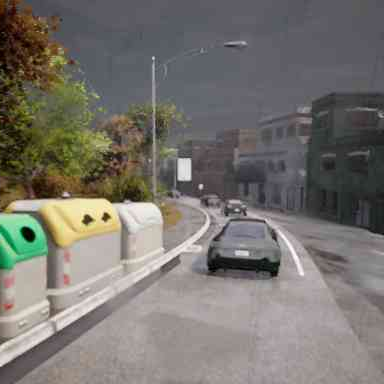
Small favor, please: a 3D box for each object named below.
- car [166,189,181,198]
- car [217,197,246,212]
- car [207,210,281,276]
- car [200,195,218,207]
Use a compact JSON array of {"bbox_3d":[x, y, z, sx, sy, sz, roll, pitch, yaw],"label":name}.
[{"bbox_3d":[-3.631,0.205,59.970,2.033,1.411,5.357,-2,4,-21],"label":"car"},{"bbox_3d":[3.636,1.320,29.567,1.812,1.442,4.674,0,0,-1],"label":"car"},{"bbox_3d":[1.720,1.519,10.453,1.994,1.385,4.181,1,1,13],"label":"car"},{"bbox_3d":[2.232,1.058,41.318,2.128,1.511,4.902,-1,2,-10],"label":"car"}]
